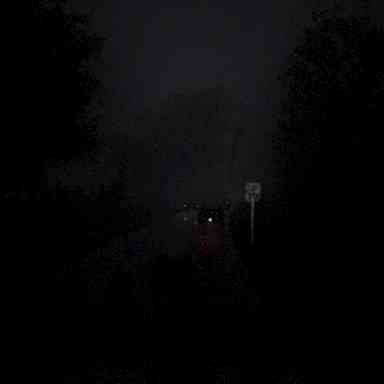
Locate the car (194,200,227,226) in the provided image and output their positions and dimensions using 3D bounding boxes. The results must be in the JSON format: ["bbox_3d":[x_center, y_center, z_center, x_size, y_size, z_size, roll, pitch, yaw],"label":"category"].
[{"bbox_3d":[1.448,1.602,24.468,1.837,1.490,4.892,0,0,5],"label":"car"}]

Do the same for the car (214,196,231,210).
[{"bbox_3d":[3.855,1.310,42.028,2.097,1.767,4.553,0,1,10],"label":"car"}]

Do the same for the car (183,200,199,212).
[{"bbox_3d":[0.272,1.595,38.413,1.895,1.301,4.718,2,1,9],"label":"car"}]
